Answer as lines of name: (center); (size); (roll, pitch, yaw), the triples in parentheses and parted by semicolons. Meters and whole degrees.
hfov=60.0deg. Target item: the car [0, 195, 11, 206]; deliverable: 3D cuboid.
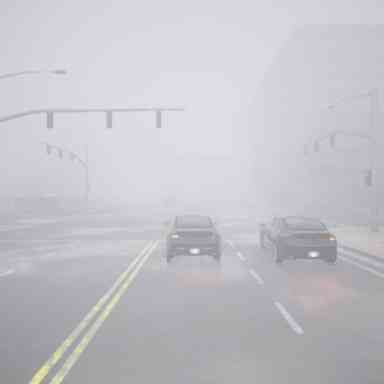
car: (-32.539, 1.686, 55.131); (1.970, 1.475, 3.806); (0, 0, 0)

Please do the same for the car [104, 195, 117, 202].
car: (-21.059, 1.616, 87.607); (1.932, 1.855, 4.605); (0, 0, 0)

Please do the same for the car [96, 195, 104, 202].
car: (-23.953, 1.619, 87.672); (1.905, 1.878, 3.866); (0, 0, 0)

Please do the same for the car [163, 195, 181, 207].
car: (-3.564, 1.520, 56.309); (2.150, 2.045, 5.566); (0, 0, 0)

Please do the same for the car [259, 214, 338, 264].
car: (3.672, 1.571, 12.114); (1.837, 1.490, 4.892); (0, 0, 3)

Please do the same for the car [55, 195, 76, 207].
car: (-26.719, 1.766, 70.213); (1.970, 1.475, 3.806); (0, 0, 0)

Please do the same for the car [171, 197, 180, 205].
car: (-3.509, 1.878, 71.678); (1.837, 1.490, 4.892); (0, 0, 0)

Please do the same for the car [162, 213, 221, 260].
car: (-0.039, 1.573, 12.656); (1.837, 1.490, 4.892); (0, 0, -3)
